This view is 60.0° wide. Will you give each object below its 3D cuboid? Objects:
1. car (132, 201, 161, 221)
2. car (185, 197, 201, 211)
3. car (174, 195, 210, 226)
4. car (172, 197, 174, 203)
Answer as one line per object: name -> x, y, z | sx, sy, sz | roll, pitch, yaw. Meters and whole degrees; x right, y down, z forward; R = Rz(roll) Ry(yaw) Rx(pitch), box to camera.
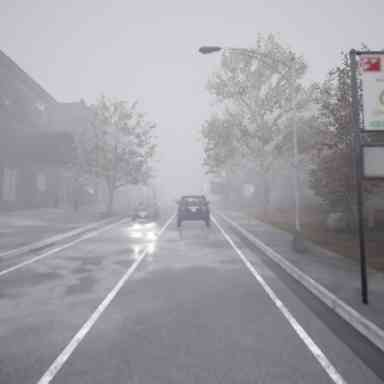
car -> -3.601, 1.477, 26.768 | 2.128, 1.511, 4.902 | 0, 0, 0
car -> 0.092, 1.454, 41.682 | 1.882, 1.535, 5.008 | 0, 0, 0
car -> 0.096, 1.209, 23.328 | 2.150, 2.045, 5.566 | 0, 0, 0
car -> -3.014, 1.442, 68.782 | 1.882, 1.535, 5.008 | 0, 0, 4
